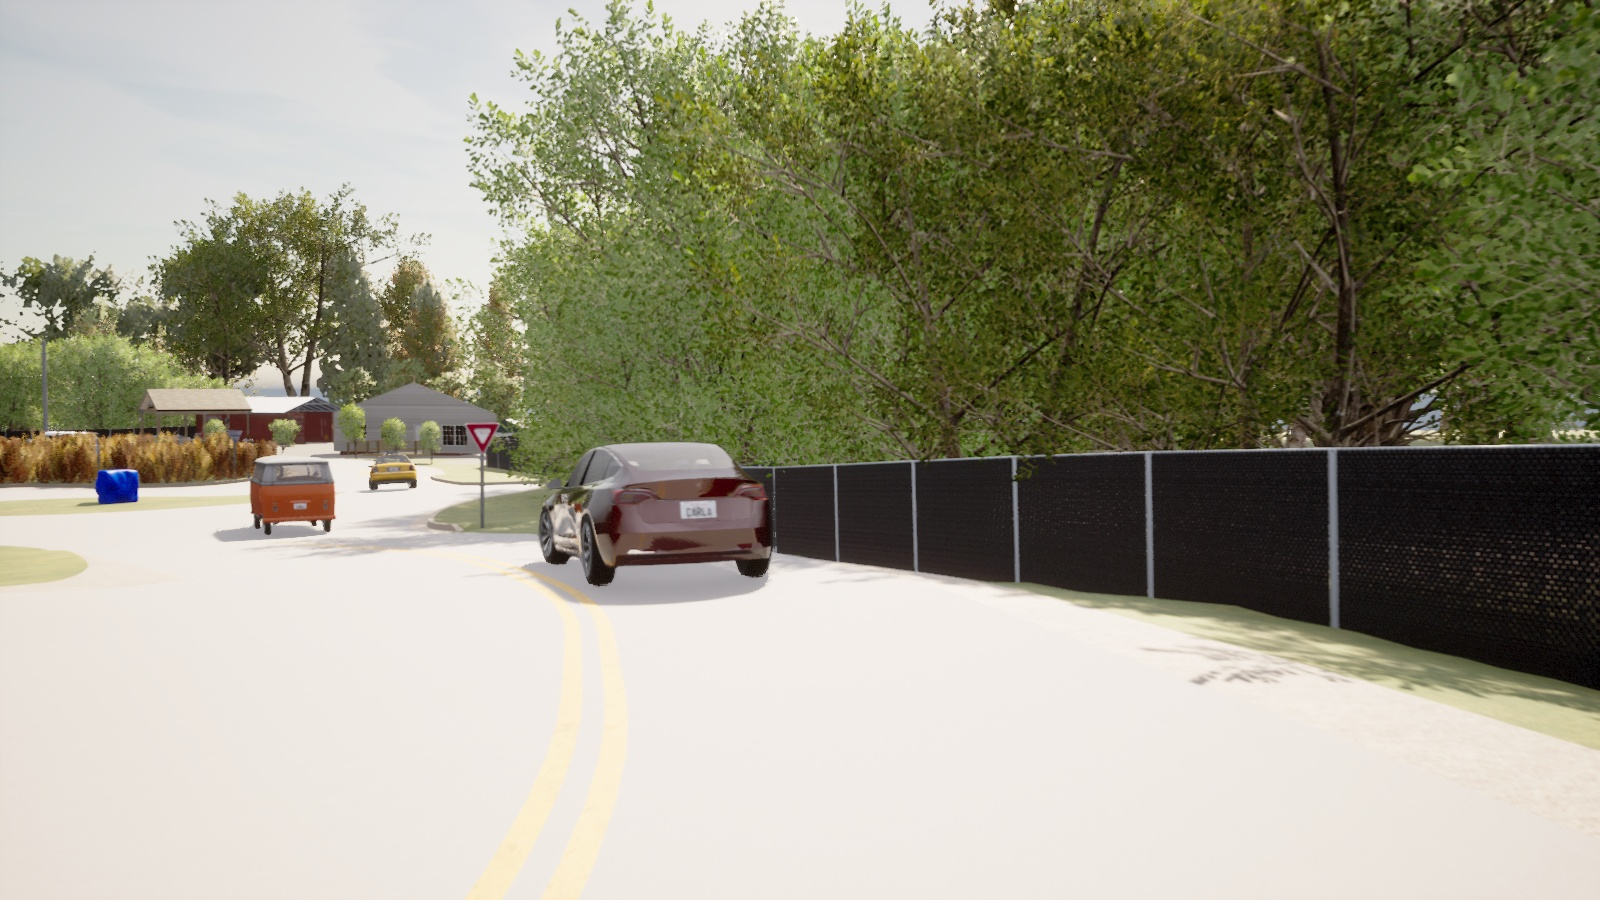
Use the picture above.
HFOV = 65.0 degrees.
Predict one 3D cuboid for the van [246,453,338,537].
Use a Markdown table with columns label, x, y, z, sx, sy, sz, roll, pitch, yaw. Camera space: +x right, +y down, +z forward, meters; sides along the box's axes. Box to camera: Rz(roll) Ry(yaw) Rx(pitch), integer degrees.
| label | x | y | z | sx | sy | sz | roll | pitch | yaw |
| --- | --- | --- | --- | --- | --- | --- | --- | --- | --- |
| van | -13.636 | 1.122 | 33.554 | 1.775 | 1.987 | 4.442 | -2 | 1 | -28 |

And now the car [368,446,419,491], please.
| label | x | y | z | sx | sy | sz | roll | pitch | yaw |
| --- | --- | --- | --- | --- | --- | --- | --- | --- | --- |
| car | -16.862 | 0.806 | 51.938 | 1.801 | 1.575 | 5.366 | -3 | -2 | -19 |

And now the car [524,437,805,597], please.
| label | x | y | z | sx | sy | sz | roll | pitch | yaw |
| --- | --- | --- | --- | --- | --- | --- | --- | --- | --- |
| car | -1.786 | 0.660 | 14.624 | 2.163 | 1.488 | 4.792 | -1 | 0 | -20 |
